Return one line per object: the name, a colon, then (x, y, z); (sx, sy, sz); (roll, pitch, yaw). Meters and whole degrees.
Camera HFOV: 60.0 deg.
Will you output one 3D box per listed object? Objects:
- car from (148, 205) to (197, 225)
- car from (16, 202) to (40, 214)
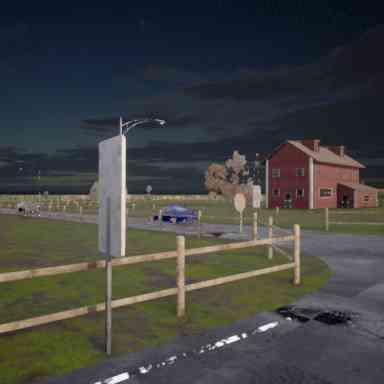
car: (-1.763, 1.874, 28.186); (1.882, 1.535, 5.008); (1, -1, -42)
car: (-23.456, 2.209, 47.537); (2.097, 1.767, 4.553); (0, -1, -43)
